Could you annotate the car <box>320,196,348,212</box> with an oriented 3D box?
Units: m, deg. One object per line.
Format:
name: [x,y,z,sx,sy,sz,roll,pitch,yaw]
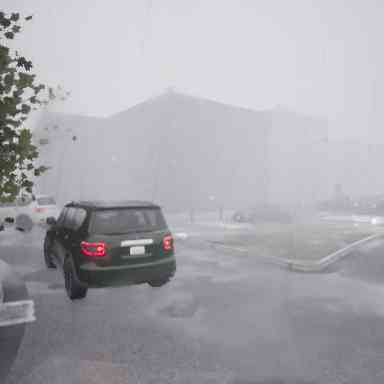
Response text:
car: [17.798,1.310,38.093,2.097,1.535,5.008,-1,0,-40]

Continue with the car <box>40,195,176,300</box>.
car: [-2.428,1.229,8.784,2.150,2.045,5.566,0,0,-31]

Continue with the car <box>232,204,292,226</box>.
car: [4.943,1.536,23.435,4.181,1.385,1.994,0,0,-26]

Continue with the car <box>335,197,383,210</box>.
car: [19.924,1.322,39.846,2.002,1.452,4.674,-1,0,-40]

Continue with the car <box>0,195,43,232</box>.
car: [-10.742,1.231,19.946,5.566,2.045,2.150,-1,0,11]

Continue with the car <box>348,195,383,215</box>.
car: [17.330,1.213,31.836,4.553,1.767,2.097,-1,0,-40]
